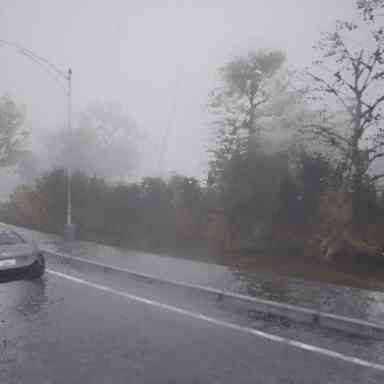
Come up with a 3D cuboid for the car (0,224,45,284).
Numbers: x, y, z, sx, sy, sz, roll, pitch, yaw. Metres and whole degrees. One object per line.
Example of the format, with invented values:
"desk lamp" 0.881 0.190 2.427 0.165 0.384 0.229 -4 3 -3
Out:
"car" -5.638 1.555 8.789 4.181 1.385 1.994 0 0 41
